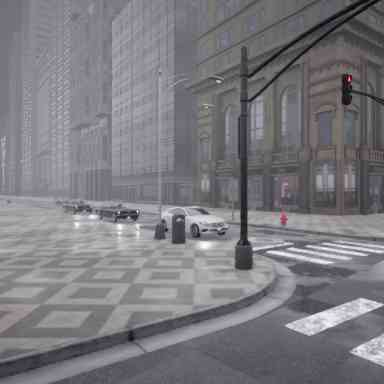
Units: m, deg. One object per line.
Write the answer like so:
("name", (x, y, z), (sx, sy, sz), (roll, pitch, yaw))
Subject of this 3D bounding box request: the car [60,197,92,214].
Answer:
("car", (-11.735, 1.498, 34.128), (1.895, 1.301, 4.718), (0, 0, -35))

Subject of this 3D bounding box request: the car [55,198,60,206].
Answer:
("car", (-19.371, 1.467, 50.374), (1.895, 1.301, 4.718), (0, 0, -35))

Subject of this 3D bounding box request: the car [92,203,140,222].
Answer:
("car", (-5.849, 1.523, 25.840), (1.895, 1.301, 4.718), (0, 0, -35))

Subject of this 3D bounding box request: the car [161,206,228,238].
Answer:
("car", (-0.091, 1.475, 17.723), (1.812, 1.442, 4.674), (0, 0, -37))
